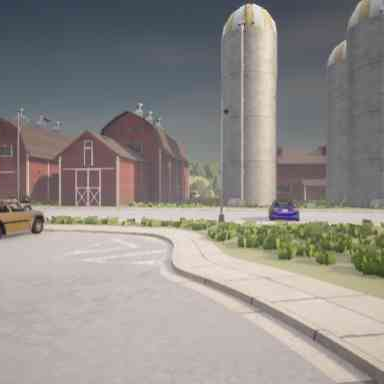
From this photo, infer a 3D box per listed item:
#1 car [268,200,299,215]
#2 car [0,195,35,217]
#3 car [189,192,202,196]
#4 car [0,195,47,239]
[{"bbox_3d":[7.175,1.430,26.223,2.242,1.667,4.611,0,0,11],"label":"car"},{"bbox_3d":[-16.599,1.260,30.778,1.905,1.878,3.866,0,0,11],"label":"car"},{"bbox_3d":[1.031,1.078,91.403,3.866,1.878,1.905,2,-7,-32],"label":"car"},{"bbox_3d":[-9.085,1.256,15.843,1.932,1.855,4.605,0,0,11],"label":"car"}]
